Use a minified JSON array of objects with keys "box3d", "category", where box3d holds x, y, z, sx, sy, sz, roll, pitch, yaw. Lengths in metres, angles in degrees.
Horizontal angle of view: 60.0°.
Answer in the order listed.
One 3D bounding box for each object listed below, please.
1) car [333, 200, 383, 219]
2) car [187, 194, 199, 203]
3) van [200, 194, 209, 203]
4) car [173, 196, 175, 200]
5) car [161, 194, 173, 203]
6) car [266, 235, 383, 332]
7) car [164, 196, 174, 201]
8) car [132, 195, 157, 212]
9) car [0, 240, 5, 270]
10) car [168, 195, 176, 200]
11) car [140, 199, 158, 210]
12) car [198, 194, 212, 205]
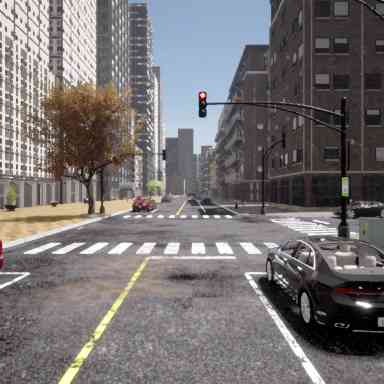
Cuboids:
[{"box3d":[13.419,1.350,26.161,4.403,1.369,2.008,-1,1,-1],"category":"car"},{"box3d":[-0.020,1.656,68.907,1.895,1.301,4.718,0,0,0],"category":"car"},{"box3d":[2.669,1.402,72.278,1.690,1.788,3.998,0,0,0],"category":"van"},{"box3d":[-5.713,1.385,77.798,2.192,1.841,5.009,0,0,0],"category":"car"},{"box3d":[-5.712,1.627,72.276,1.947,1.339,4.313,0,0,0],"category":"car"},{"box3d":[2.688,1.551,6.752,2.008,1.369,4.403,0,0,0],"category":"car"},{"box3d":[-5.715,1.631,83.321,2.008,1.369,4.403,0,0,0],"category":"car"},{"box3d":[-5.702,1.336,39.138,2.192,1.841,5.009,0,0,0],"category":"car"},{"box3d":[-5.692,1.545,6.750,1.887,1.381,4.507,0,0,0],"category":"car"},{"box3d":[-5.718,1.654,94.367,2.008,1.369,4.403,0,0,0],"category":"car"},{"box3d":[-5.704,1.592,44.661,1.947,1.339,4.313,0,0,0],"category":"car"},{"box3d":[2.673,1.610,61.231,1.947,1.339,4.313,0,0,0],"category":"car"}]
